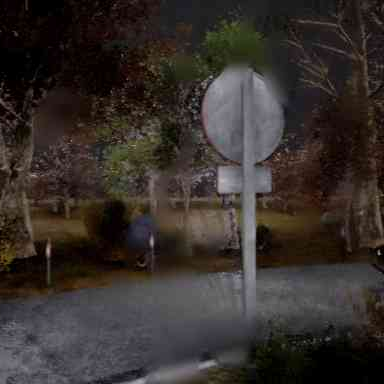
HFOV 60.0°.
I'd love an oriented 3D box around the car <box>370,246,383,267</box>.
[{"bbox_3d":[6.135,1.306,6.312,4.718,1.301,1.895,-3,0,8],"label":"car"}]
